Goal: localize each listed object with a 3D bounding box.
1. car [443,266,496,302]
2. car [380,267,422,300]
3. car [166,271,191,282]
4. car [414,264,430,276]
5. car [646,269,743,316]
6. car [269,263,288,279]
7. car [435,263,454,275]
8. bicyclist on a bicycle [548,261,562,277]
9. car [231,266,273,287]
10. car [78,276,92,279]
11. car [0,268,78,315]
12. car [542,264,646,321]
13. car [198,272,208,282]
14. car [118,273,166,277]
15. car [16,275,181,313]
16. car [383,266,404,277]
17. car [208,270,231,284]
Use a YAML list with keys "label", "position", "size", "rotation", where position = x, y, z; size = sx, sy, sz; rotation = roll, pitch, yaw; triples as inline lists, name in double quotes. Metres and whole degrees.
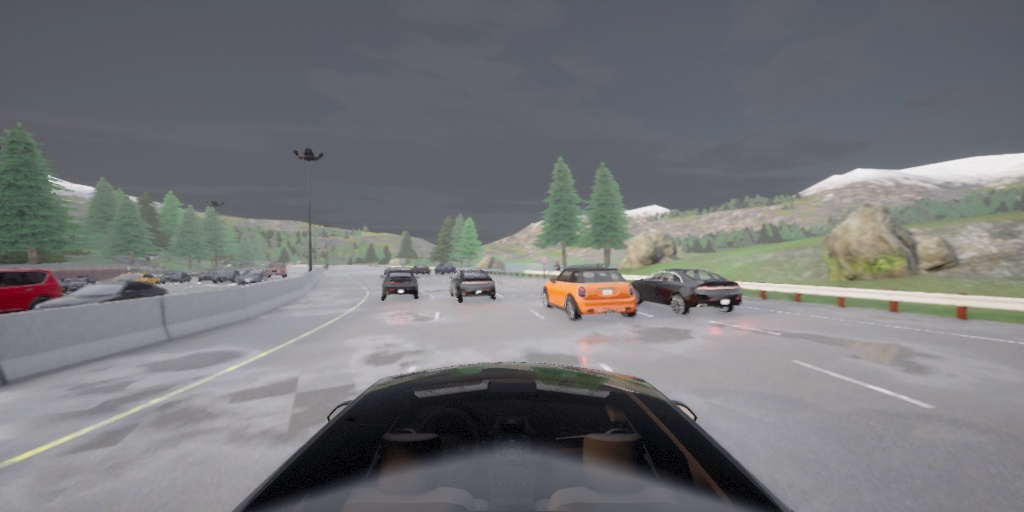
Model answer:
- label: "car"
  position: [-2.127, 1.439, 18.463]
  size: [2.128, 1.511, 4.902]
  rotation: [-1, -1, -15]
- label: "car"
  position: [-6.363, 1.557, 20.331]
  size: [1.837, 1.490, 4.892]
  rotation: [1, -1, -19]
- label: "car"
  position: [-41.696, 2.601, 44.579]
  size: [1.994, 1.385, 4.181]
  rotation: [-1, -1, -27]
- label: "car"
  position: [-12.642, 1.918, 49.330]
  size: [1.882, 1.535, 5.008]
  rotation: [-1, 0, -27]
- label: "car"
  position: [6.135, 1.219, 13.348]
  size: [2.128, 1.511, 4.902]
  rotation: [-1, -1, -9]
- label: "car"
  position: [-32.363, 1.989, 49.372]
  size: [2.150, 2.045, 5.566]
  rotation: [-1, -1, -27]
- label: "car"
  position: [-9.470, 1.737, 50.809]
  size: [2.097, 1.767, 4.553]
  rotation: [-1, -1, -27]
- label: "bicyclist on a bicycle"
  position: [4.345, 1.294, 35.164]
  size: [1.656, 1.620, 0.582]
  rotation: [23, -10, -25]
- label: "car"
  position: [-24.614, 2.049, 34.181]
  size: [2.128, 1.511, 4.902]
  rotation: [-1, -1, -27]
- label: "car"
  position: [-32.789, 2.232, 27.123]
  size: [1.994, 1.385, 4.181]
  rotation: [-1, -1, -27]
- label: "car"
  position: [-18.679, 1.460, 12.046]
  size: [2.150, 2.045, 5.566]
  rotation: [-1, -1, -13]
- label: "car"
  position: [2.542, 1.151, 12.923]
  size: [2.097, 1.767, 4.553]
  rotation: [-1, -1, -9]
- label: "car"
  position: [-38.571, 2.532, 46.152]
  size: [1.994, 1.385, 4.181]
  rotation: [-1, -1, -27]
- label: "car"
  position: [-29.069, 2.071, 27.532]
  size: [1.882, 1.535, 5.008]
  rotation: [-1, -1, -27]
- label: "car"
  position: [-15.690, 1.719, 14.082]
  size: [1.812, 1.442, 4.674]
  rotation: [-1, 0, -15]
- label: "car"
  position: [-15.851, 2.096, 47.923]
  size: [1.895, 1.301, 4.718]
  rotation: [-1, -1, -27]
- label: "car"
  position: [-31.180, 2.247, 39.374]
  size: [1.837, 1.490, 4.892]
  rotation: [-1, -1, -27]
